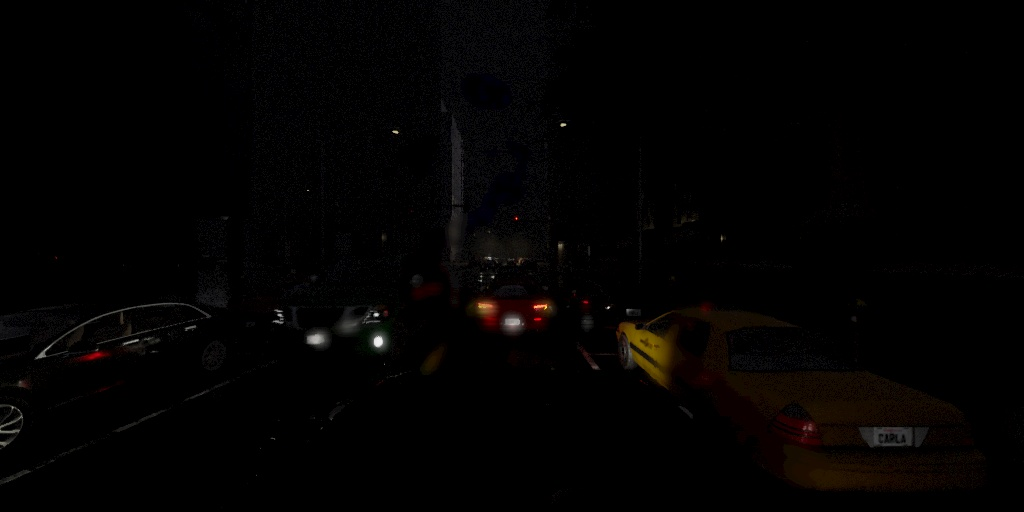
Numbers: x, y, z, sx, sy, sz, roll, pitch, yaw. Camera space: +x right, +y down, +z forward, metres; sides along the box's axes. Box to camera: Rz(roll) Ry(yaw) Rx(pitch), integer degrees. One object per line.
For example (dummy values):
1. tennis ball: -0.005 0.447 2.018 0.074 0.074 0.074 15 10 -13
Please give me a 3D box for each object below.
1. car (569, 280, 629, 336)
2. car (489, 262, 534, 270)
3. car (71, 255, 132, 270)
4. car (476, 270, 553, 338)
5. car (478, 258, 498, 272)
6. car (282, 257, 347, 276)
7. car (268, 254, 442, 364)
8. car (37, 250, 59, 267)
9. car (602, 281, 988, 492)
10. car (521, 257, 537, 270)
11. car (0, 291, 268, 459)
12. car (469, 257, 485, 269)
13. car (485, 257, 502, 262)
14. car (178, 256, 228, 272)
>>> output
1. car: 2.754 1.316 10.195 1.948 1.339 4.313 0 0 0
2. car: -0.002 1.256 18.895 1.837 1.490 4.892 0 0 0
3. car: -37.280 0.622 32.486 4.181 1.385 1.994 1 0 -1
4. car: 0.060 1.276 10.028 1.812 1.442 4.674 0 0 0
5. car: -3.153 1.285 47.915 1.812 1.442 4.674 0 0 0
6. car: -17.858 0.936 32.540 4.892 1.490 1.837 1 0 0
7. car: -3.113 0.971 8.457 2.150 2.045 5.566 0 0 0
8. car: -48.352 0.202 35.652 4.553 1.767 2.097 1 0 0
9. car: 2.760 1.275 4.908 1.751 1.417 4.829 0 0 0
10. car: 2.702 1.201 53.077 1.967 1.591 4.097 0 0 0
11. car: -5.765 1.301 4.726 2.007 1.370 4.403 0 0 0
12. car: -5.830 1.079 58.504 2.192 1.841 5.009 0 0 0
13. car: -3.152 1.328 57.882 1.994 1.385 4.181 0 0 0
14. car: -27.357 0.752 32.511 4.892 1.490 1.837 1 0 0
